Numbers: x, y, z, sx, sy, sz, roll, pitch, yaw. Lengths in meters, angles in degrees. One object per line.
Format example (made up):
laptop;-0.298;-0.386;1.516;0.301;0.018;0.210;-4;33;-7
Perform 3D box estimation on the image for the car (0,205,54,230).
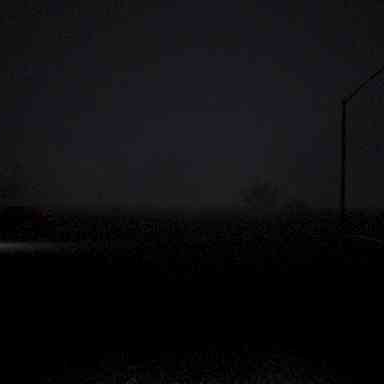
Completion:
car;-11.796;1.616;21.930;5.008;1.535;1.882;1;0;0
